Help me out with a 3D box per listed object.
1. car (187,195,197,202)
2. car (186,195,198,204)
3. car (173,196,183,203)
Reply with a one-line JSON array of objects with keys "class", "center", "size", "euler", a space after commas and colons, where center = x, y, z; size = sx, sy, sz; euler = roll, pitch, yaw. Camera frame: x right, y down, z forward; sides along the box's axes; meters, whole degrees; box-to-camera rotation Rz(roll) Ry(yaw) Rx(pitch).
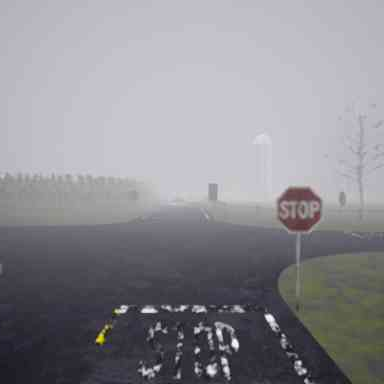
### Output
[{"class": "car", "center": [-0.006, 1.351, 72.892], "size": [2.128, 1.511, 4.902], "euler": [0, 0, 0]}, {"class": "car", "center": [-0.002, 1.382, 62.473], "size": [1.882, 1.535, 5.008], "euler": [0, 0, 0]}, {"class": "car", "center": [-2.753, 1.532, 67.041], "size": [1.895, 1.301, 4.718], "euler": [0, 0, 0]}]
